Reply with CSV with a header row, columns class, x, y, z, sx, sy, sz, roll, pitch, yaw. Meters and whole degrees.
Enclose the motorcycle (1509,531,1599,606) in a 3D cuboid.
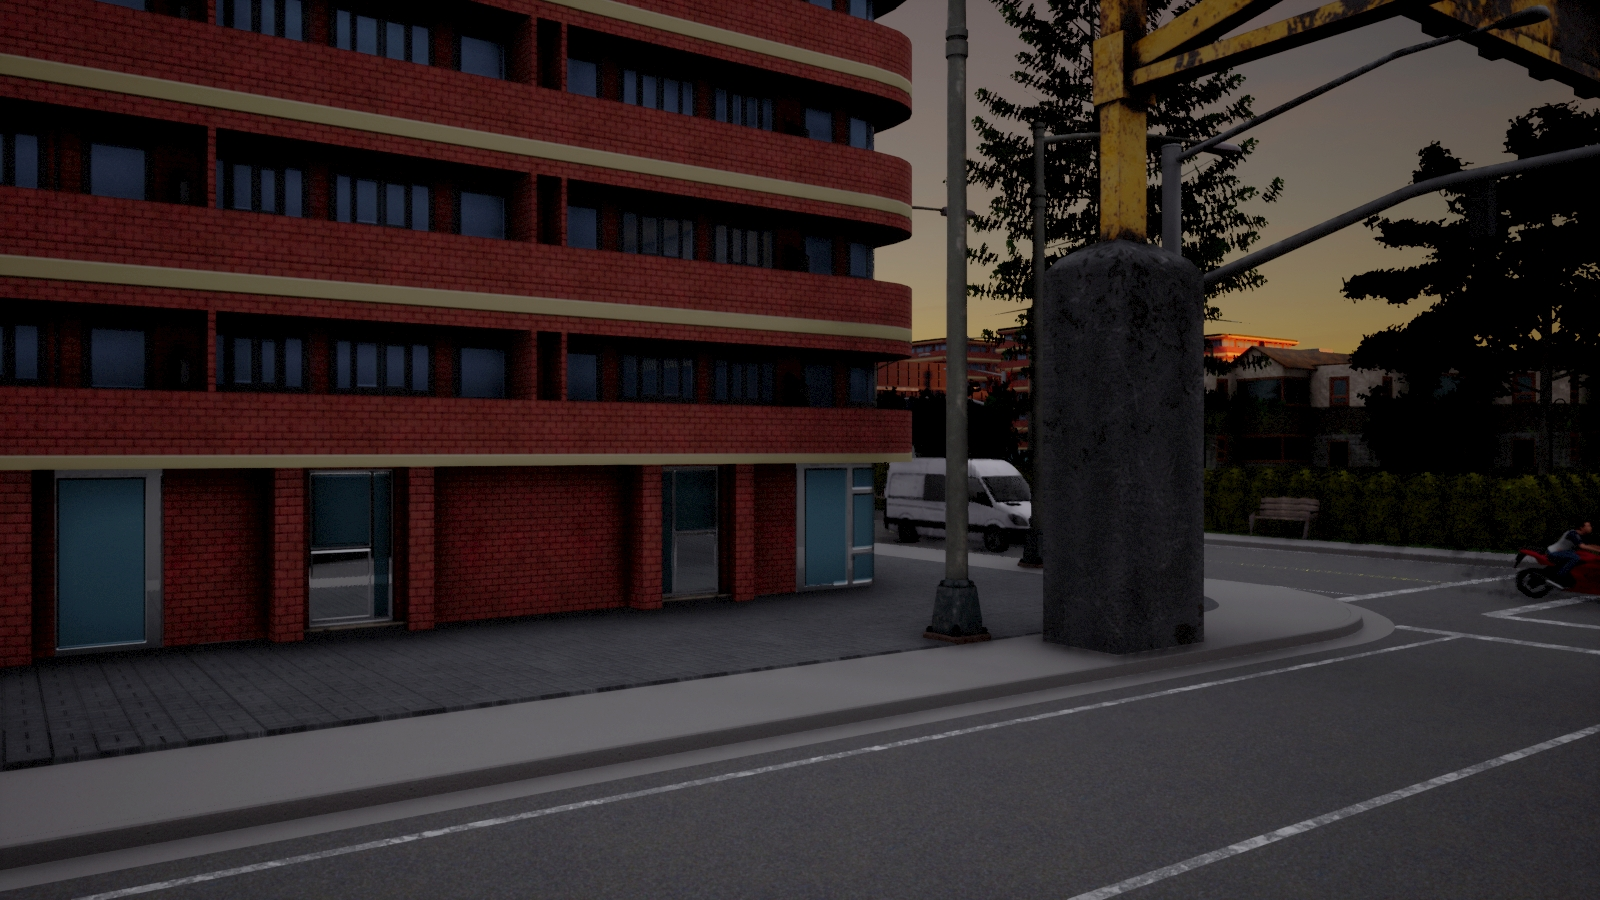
class,x,y,z,sx,sy,sz,roll,pitch,yaw
motorcycle,14.270,2.164,20.911,0.803,1.224,2.033,-1,0,-42
